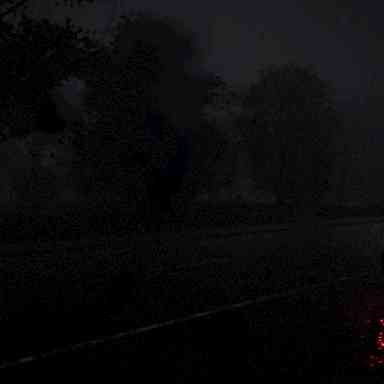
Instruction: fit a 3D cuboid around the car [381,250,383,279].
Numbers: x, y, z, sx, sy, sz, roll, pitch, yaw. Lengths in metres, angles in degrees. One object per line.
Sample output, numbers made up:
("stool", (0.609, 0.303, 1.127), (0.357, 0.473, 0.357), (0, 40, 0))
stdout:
("car", (6.492, 1.499, 7.998), (4.892, 1.490, 1.837), (0, 0, -33))
